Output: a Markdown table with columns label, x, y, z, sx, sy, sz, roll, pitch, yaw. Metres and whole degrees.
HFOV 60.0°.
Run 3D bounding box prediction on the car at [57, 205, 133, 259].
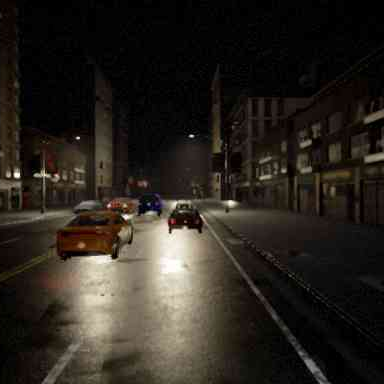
| label | x | y | z | sx | sy | sz | roll | pitch | yaw |
| --- | --- | --- | --- | --- | --- | --- | --- | --- | --- |
| car | -3.463 | 1.489 | 12.692 | 1.882 | 1.535 | 5.008 | 0 | 0 | -2 |

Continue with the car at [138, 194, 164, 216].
| label | x | y | z | sx | sy | sz | roll | pitch | yaw |
| --- | --- | --- | --- | --- | --- | --- | --- | --- | --- |
| car | -4.000 | 1.218 | 32.653 | 2.150 | 2.045 | 5.566 | 0 | 0 | -2 |

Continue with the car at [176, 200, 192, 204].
| label | x | y | z | sx | sy | sz | roll | pitch | yaw |
| --- | --- | --- | --- | --- | --- | --- | --- | --- | --- |
| car | -0.892 | 1.571 | 38.410 | 1.895 | 1.301 | 4.718 | 0 | 0 | -1 |

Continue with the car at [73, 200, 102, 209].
| label | x | y | z | sx | sy | sz | roll | pitch | yaw |
| --- | --- | --- | --- | --- | --- | --- | --- | --- | --- |
| car | -10.741 | 1.588 | 34.756 | 2.033 | 1.411 | 5.357 | 0 | 0 | -1 |

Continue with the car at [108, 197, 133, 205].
| label | x | y | z | sx | sy | sz | roll | pitch | yaw |
| --- | --- | --- | --- | --- | --- | --- | --- | --- | --- |
| car | -7.491 | 1.370 | 34.910 | 2.097 | 1.767 | 4.553 | 0 | 0 | -1 |

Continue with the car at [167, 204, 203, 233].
| label | x | y | z | sx | sy | sz | roll | pitch | yaw |
| --- | --- | --- | --- | --- | --- | --- | --- | --- | --- |
| car | -0.405 | 1.585 | 19.521 | 1.895 | 1.301 | 4.718 | 0 | 0 | -1 |
